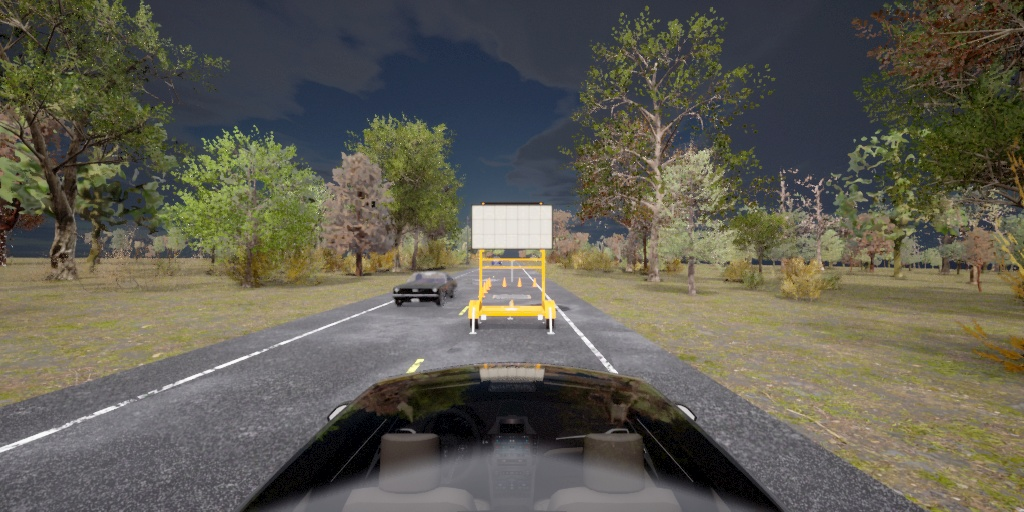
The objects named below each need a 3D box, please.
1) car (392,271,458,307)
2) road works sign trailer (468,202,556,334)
[{"bbox_3d":[-3.604,1.358,15.569,1.895,1.301,4.718,0,0,0],"label":"car"},{"bbox_3d":[0.003,0.218,10.598,2.380,3.560,2.880,0,0,0],"label":"road works sign trailer"}]
